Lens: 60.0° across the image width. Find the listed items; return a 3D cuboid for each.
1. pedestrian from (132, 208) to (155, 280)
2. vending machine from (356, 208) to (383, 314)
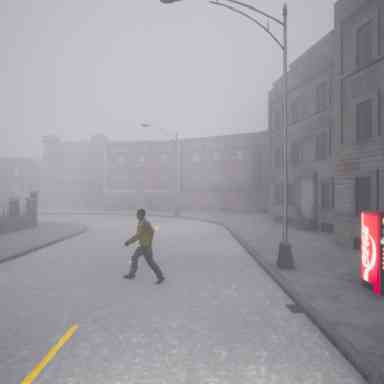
[{"bbox_3d":[-1.173,1.294,8.090,0.375,1.860,0.375,0,0,0],"label":"pedestrian"},{"bbox_3d":[4.299,1.415,7.146,1.100,2.100,0.880,0,0,0],"label":"vending machine"}]
